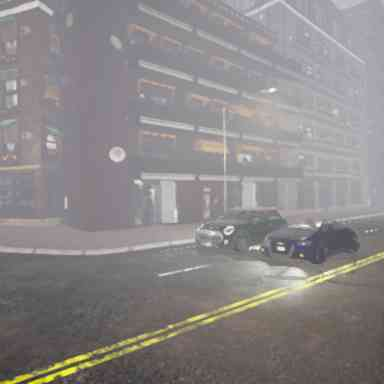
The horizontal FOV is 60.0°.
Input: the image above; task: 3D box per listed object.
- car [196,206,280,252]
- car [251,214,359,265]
[{"bbox_3d":[2.289,1.471,14.608,4.553,1.767,2.097,0,-1,-42],"label":"car"},{"bbox_3d":[4.346,1.634,12.079,4.181,1.385,1.994,0,-1,-42],"label":"car"}]
